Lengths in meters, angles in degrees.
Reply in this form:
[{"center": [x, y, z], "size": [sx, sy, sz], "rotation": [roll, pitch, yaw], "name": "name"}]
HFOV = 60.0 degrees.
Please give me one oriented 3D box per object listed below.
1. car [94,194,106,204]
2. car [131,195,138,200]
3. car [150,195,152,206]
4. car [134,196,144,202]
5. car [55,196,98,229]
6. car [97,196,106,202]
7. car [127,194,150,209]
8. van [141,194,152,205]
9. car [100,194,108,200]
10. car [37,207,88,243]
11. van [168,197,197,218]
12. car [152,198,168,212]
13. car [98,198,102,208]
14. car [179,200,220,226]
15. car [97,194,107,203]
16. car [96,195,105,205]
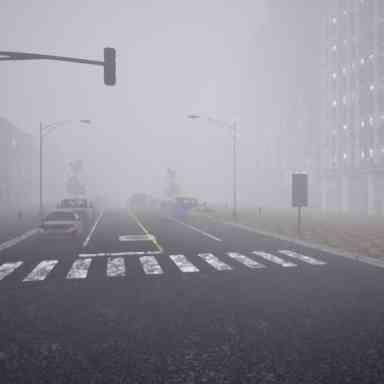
[{"center": [-17.820, 1.327, 64.571], "size": [2.192, 1.841, 5.009], "rotation": [0, 0, -13], "name": "car"}, {"center": [-16.157, 1.548, 93.681], "size": [1.752, 1.417, 4.829], "rotation": [0, 0, -13], "name": "car"}, {"center": [-5.802, 1.576, 50.322], "size": [1.947, 1.339, 4.313], "rotation": [0, 0, -13], "name": "car"}, {"center": [-12.250, 1.583, 77.318], "size": [1.947, 1.339, 4.313], "rotation": [0, 0, -13], "name": "car"}, {"center": [-7.504, 1.318, 21.377], "size": [2.192, 1.841, 5.009], "rotation": [0, 0, -13], "name": "car"}, {"center": [-20.361, 1.541, 75.204], "size": [1.752, 1.417, 4.829], "rotation": [0, 0, -13], "name": "car"}, {"center": [-7.621, 1.230, 46.785], "size": [2.150, 2.045, 5.566], "rotation": [0, 0, -13], "name": "car"}, {"center": [-8.379, 1.353, 61.121], "size": [1.690, 1.788, 3.998], "rotation": [0, 0, -13], "name": "van"}, {"center": [-24.268, 1.461, 91.567], "size": [1.967, 1.590, 4.097], "rotation": [0, 0, -13], "name": "car"}, {"center": [-6.216, 1.584, 15.978], "size": [1.802, 1.307, 4.206], "rotation": [0, 0, -13], "name": "car"}, {"center": [-0.643, 1.346, 28.726], "size": [1.690, 1.788, 3.998], "rotation": [0, 0, -13], "name": "van"}, {"center": [-3.224, 1.558, 39.523], "size": [2.008, 1.369, 4.403], "rotation": [0, 0, -13], "name": "car"}, {"center": [-10.084, 1.556, 32.175], "size": [2.008, 1.369, 4.403], "rotation": [0, 0, -13], "name": "car"}, {"center": [0.606, 1.530, 23.491], "size": [1.752, 1.417, 4.829], "rotation": [0, 0, -13], "name": "car"}, {"center": [-16.532, 1.562, 59.171], "size": [2.008, 1.369, 4.403], "rotation": [0, 0, -13], "name": "car"}, {"center": [-13.913, 1.534, 48.208], "size": [1.752, 1.417, 4.829], "rotation": [0, 0, -13], "name": "car"}]
